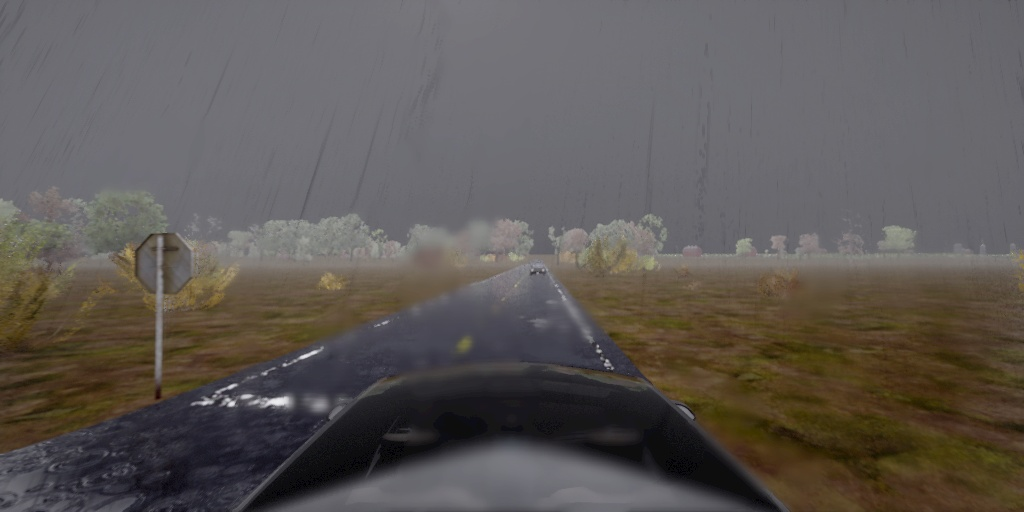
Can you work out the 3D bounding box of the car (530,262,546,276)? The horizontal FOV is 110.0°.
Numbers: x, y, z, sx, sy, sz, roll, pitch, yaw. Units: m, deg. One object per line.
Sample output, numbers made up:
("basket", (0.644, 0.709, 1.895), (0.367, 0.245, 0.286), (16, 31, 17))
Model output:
("car", (3.057, 1.642, 41.948), (1.895, 1.301, 4.718), (0, 0, 5))
